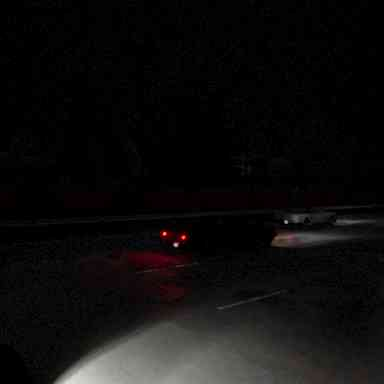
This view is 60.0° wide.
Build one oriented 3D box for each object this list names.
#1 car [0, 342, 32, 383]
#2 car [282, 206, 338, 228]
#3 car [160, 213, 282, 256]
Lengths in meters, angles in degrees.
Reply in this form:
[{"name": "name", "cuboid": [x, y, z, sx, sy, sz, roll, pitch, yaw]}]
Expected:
[{"name": "car", "cuboid": [-2.964, 1.564, 1.628, 4.181, 1.385, 1.994, 0, 0, -36]}, {"name": "car", "cuboid": [7.734, 1.600, 22.311, 4.718, 1.301, 1.895, 0, 0, -36]}, {"name": "car", "cuboid": [1.200, 1.600, 13.249, 4.718, 1.301, 1.895, 0, 0, -36]}]
